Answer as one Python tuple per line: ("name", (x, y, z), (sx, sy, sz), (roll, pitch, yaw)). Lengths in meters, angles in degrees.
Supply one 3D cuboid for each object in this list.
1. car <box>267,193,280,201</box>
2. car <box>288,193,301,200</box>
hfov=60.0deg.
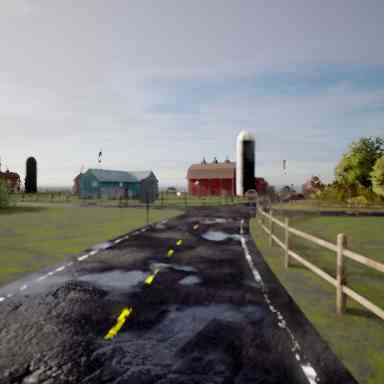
("car", (18.599, 1.105, 75.861), (2.097, 1.767, 4.553), (1, 0, 27))
("car", (25.098, 1.278, 82.419), (1.812, 1.442, 4.674), (1, 0, 27))
